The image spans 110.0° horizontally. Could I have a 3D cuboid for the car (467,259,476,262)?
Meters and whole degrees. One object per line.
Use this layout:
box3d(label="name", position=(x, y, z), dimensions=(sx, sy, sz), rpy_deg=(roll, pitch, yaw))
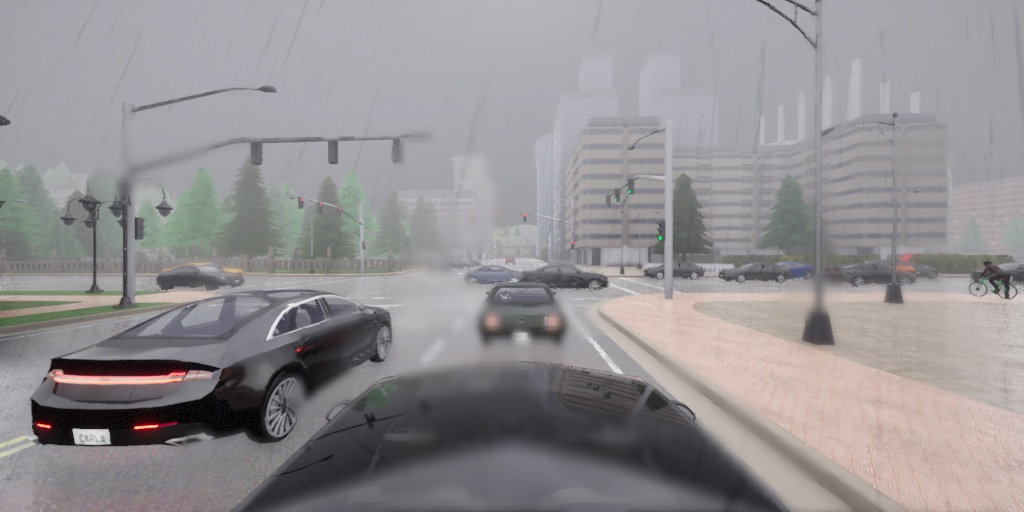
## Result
box3d(label="car", position=(-8.150, 1.243, 64.164), dimensions=(1.837, 1.490, 4.892), rpy_deg=(0, 0, 3))

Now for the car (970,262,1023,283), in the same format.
box3d(label="car", position=(37.532, 1.222, 26.760), dimensions=(5.008, 1.535, 1.882), rpy_deg=(0, 0, 2))

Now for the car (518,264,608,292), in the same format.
box3d(label="car", position=(2.983, 1.224, 20.715), dimensions=(5.008, 1.535, 1.882), rpy_deg=(0, 0, 2))

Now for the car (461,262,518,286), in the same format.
box3d(label="car", position=(-1.055, 1.309, 24.350), dimensions=(4.181, 1.385, 1.994), rpy_deg=(0, 0, 2))

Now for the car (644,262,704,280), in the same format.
box3d(label="car", position=(13.964, 1.249, 31.057), dimensions=(4.892, 1.490, 1.837), rpy_deg=(0, 0, 2))

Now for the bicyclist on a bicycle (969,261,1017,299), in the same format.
box3d(label="bicyclist on a bicycle", position=(21.182, 1.048, 15.827), dimensions=(0.582, 1.620, 1.656), rpy_deg=(0, 0, 2))

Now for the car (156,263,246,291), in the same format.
box3d(label="car", position=(-18.486, 1.272, 21.344), dimensions=(4.674, 1.442, 1.812), rpy_deg=(0, 0, 5))

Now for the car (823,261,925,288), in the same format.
box3d(label="car", position=(23.415, 1.250, 23.540), dimensions=(4.892, 1.490, 1.837), rpy_deg=(0, 0, 2))

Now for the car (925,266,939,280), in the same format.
box3d(label="car", position=(33.267, 1.308, 30.415), dimensions=(4.181, 1.385, 1.994), rpy_deg=(0, 0, 1))

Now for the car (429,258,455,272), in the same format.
box3d(label="car", position=(-8.861, 1.233, 44.299), dimensions=(2.128, 1.511, 4.902), rpy_deg=(0, 0, 2))

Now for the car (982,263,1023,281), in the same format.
box3d(label="car", position=(43.478, 1.291, 30.047), dimensions=(5.357, 1.411, 2.033), rpy_deg=(0, 0, 2))

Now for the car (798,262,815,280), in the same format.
box3d(label="car", position=(23.311, 1.222, 30.748), dimensions=(5.008, 1.535, 1.882), rpy_deg=(0, 0, 2))

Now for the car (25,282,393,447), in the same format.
box3d(label="car", position=(-3.330, 1.241, 5.313), dimensions=(2.128, 1.511, 4.902), rpy_deg=(0, 0, 1))

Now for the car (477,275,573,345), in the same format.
box3d(label="car", position=(0.263, 1.349, 9.464), dimensions=(1.895, 1.301, 4.718), rpy_deg=(0, 0, 1))

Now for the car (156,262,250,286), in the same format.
box3d(label="car", position=(-21.466, 1.223, 25.029), dimensions=(5.008, 1.535, 1.882), rpy_deg=(0, 0, 2))

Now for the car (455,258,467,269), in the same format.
box3d(label="car", position=(-8.525, 1.092, 54.027), dimensions=(2.097, 1.767, 4.553), rpy_deg=(0, 0, 2))

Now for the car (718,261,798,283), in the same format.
box3d(label="car", position=(18.485, 1.249, 27.406), dimensions=(4.892, 1.490, 1.837), rpy_deg=(0, 0, 2))
